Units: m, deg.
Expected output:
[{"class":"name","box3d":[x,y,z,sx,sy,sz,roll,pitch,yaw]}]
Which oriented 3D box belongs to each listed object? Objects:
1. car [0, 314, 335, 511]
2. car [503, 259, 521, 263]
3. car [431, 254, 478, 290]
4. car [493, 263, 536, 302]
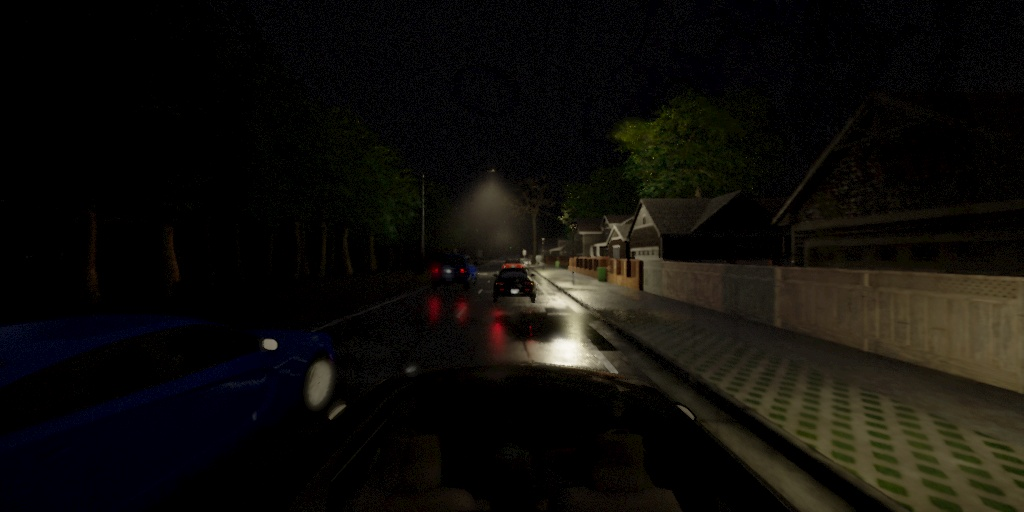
[{"class":"car","box3d":[-3.399,1.225,3.005,1.882,1.535,5.008,0,0,0]},{"class":"car","box3d":[0.098,1.018,34.424,2.097,1.767,4.553,0,0,0]},{"class":"car","box3d":[-3.400,0.925,21.973,2.150,2.045,5.566,0,0,0]},{"class":"car","box3d":[0.102,1.243,16.670,1.812,1.442,4.674,0,0,0]}]
